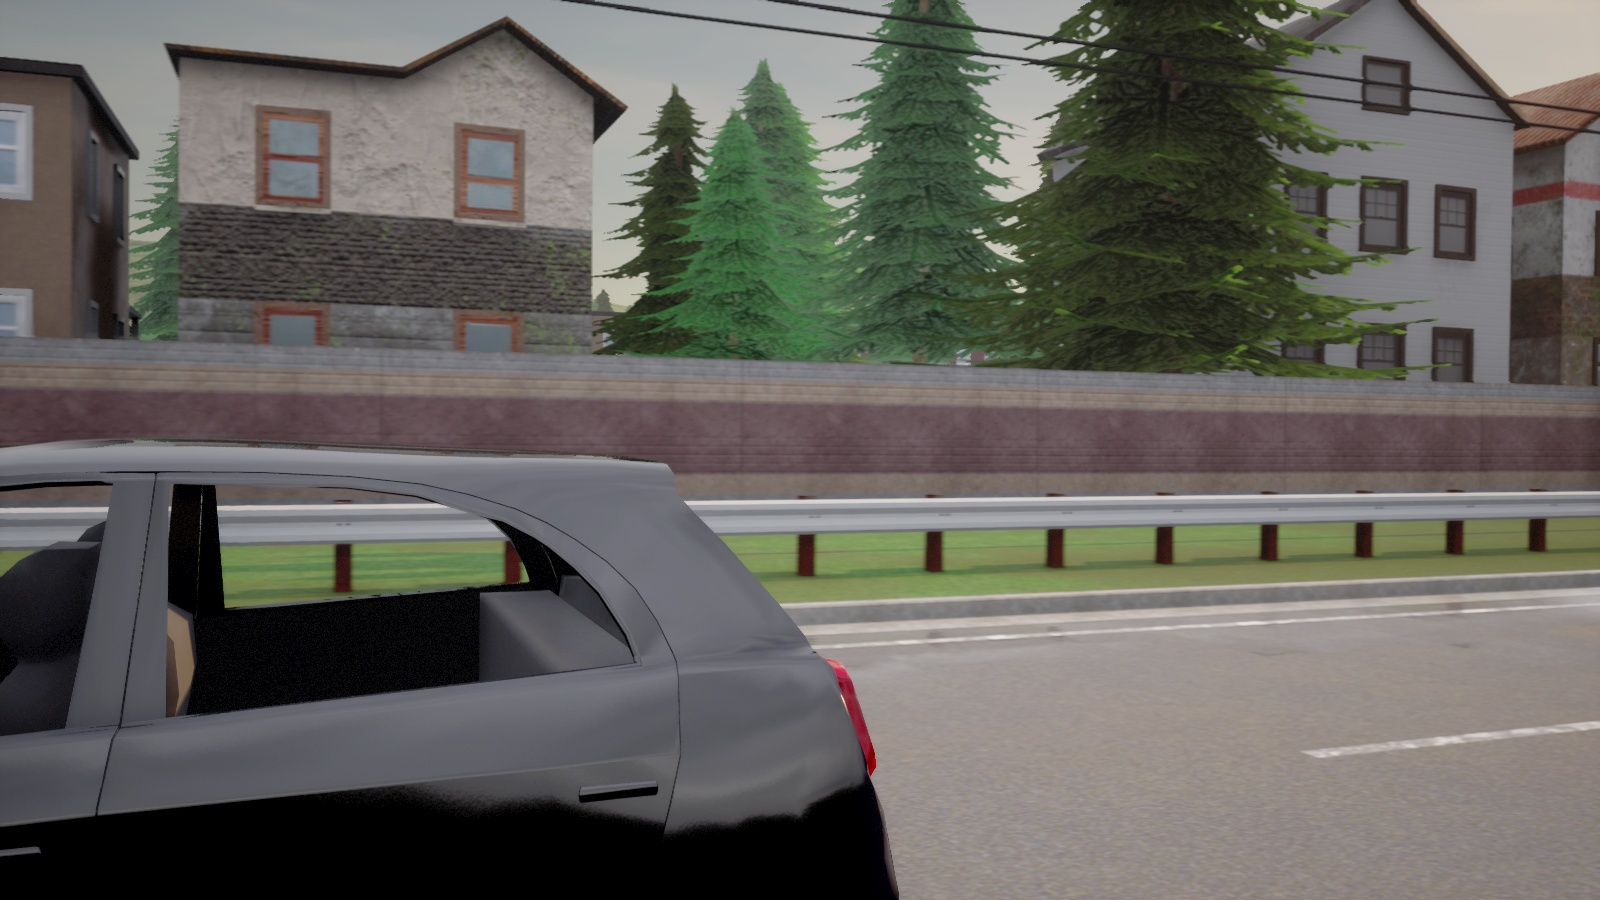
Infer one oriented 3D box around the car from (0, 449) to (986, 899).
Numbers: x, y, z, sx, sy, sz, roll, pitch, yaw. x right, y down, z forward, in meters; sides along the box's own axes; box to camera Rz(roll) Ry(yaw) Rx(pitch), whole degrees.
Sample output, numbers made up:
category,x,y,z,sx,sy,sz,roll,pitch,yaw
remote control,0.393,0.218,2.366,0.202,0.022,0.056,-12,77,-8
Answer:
category,x,y,z,sx,sy,sz,roll,pitch,yaw
car,-1.672,0.788,2.604,3.633,1.501,1.845,-1,1,-21
